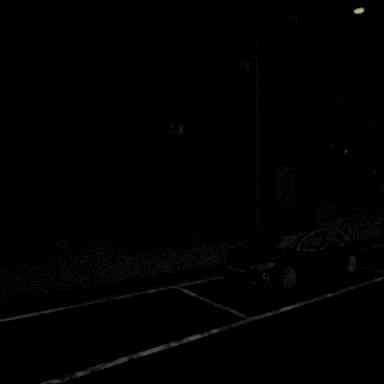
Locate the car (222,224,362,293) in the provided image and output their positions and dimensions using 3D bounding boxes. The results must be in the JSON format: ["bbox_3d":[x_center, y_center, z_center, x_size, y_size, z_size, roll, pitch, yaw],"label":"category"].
[{"bbox_3d":[2.756,1.546,8.740,4.403,1.369,2.008,0,0,-36],"label":"car"}]
